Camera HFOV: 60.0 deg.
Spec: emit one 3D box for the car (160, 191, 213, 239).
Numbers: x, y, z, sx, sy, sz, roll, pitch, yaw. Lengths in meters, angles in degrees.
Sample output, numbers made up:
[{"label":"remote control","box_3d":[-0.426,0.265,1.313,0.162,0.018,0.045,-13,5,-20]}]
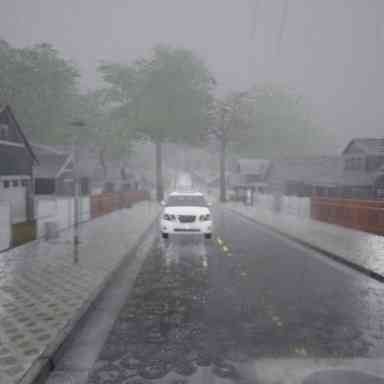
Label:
[{"label":"car","box_3d":[-0.273,0.990,16.219,2.150,2.045,5.566,1,1,-2]}]
